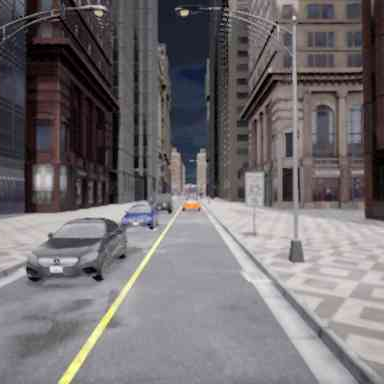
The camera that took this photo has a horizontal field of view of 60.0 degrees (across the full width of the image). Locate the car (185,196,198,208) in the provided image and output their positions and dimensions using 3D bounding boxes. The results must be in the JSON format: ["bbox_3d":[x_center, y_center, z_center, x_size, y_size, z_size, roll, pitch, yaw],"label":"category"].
[{"bbox_3d":[-0.067,1.449,49.795,1.882,1.535,5.008,0,0,0],"label":"car"}]

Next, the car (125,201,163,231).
[{"bbox_3d":[-3.119,1.509,20.800,1.812,1.442,4.674,0,0,0],"label":"car"}]

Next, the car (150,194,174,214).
[{"bbox_3d":[-3.126,1.199,35.200,2.150,2.045,5.566,0,0,0],"label":"car"}]

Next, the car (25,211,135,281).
[{"bbox_3d":[-3.110,1.519,9.950,1.812,1.442,4.674,0,0,0],"label":"car"}]

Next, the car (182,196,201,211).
[{"bbox_3d":[-0.053,1.321,39.729,2.097,1.767,4.553,0,0,0],"label":"car"}]
